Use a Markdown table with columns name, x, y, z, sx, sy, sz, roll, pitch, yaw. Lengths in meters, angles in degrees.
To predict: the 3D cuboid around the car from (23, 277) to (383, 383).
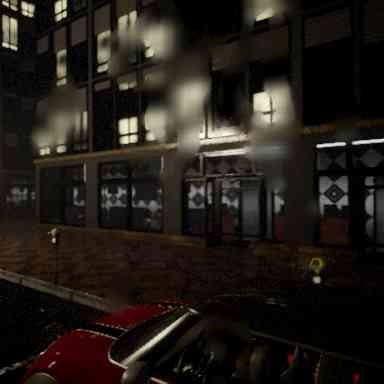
| name | x | y | z | sx | sy | sz | roll | pitch | yaw |
| --- | --- | --- | --- | --- | --- | --- | --- | --- | --- |
| car | 0.460 | 1.437 | 2.560 | 4.097 | 1.590 | 1.967 | 0 | -1 | 36 |
